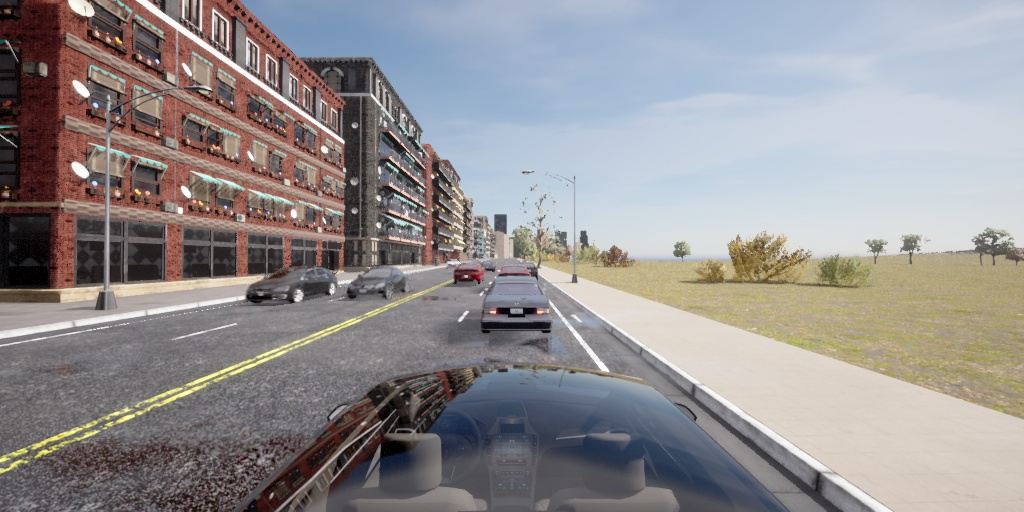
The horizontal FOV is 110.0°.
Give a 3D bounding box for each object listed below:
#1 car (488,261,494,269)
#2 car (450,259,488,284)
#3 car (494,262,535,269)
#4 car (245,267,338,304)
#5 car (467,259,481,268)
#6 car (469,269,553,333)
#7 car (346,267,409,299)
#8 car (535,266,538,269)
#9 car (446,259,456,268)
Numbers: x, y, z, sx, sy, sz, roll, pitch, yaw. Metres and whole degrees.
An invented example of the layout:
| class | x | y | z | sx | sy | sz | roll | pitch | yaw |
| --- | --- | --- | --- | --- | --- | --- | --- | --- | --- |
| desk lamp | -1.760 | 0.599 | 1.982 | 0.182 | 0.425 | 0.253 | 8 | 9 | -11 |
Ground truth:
| class | x | y | z | sx | sy | sz | roll | pitch | yaw |
| --- | --- | --- | --- | --- | --- | --- | --- | --- | --- |
| car | -3.084 | 1.316 | 45.892 | 1.994 | 1.385 | 4.181 | 0 | 0 | -1 |
| car | -3.118 | 1.231 | 26.821 | 1.882 | 1.535 | 5.008 | 0 | 0 | 0 |
| car | 0.127 | 1.231 | 21.203 | 1.882 | 1.535 | 5.008 | 0 | 0 | 0 |
| car | -9.833 | 1.257 | 16.460 | 1.837 | 1.490 | 4.892 | 0 | 0 | 0 |
| car | -6.496 | 1.277 | 61.224 | 1.812 | 1.442 | 4.674 | 0 | 0 | 0 |
| car | 0.110 | 1.299 | 10.663 | 2.033 | 1.411 | 5.357 | 0 | 0 | 0 |
| car | -6.567 | 1.278 | 18.096 | 1.812 | 1.442 | 4.674 | 0 | 0 | 0 |
| car | 1.174 | 1.232 | 30.642 | 1.882 | 1.535 | 5.008 | 0 | 0 | 0 |
| car | -9.752 | 1.278 | 59.555 | 1.812 | 1.442 | 4.674 | 0 | 0 | 0 |
